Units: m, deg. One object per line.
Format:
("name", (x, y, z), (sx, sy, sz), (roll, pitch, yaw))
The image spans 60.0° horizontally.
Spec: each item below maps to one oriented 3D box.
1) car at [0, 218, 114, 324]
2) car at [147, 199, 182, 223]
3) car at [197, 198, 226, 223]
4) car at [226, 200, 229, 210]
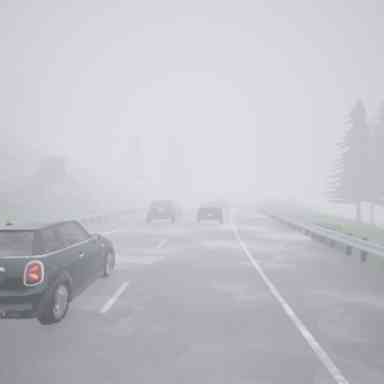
("car", (-3.220, 1.348, 7.314), (2.097, 1.767, 4.553), (0, 0, 1))
("car", (-2.052, 1.350, 25.785), (2.097, 1.767, 4.553), (0, 0, 5))
("car", (1.456, 1.481, 25.811), (1.882, 1.535, 5.008), (0, 0, 5))
("car", (3.744, 1.511, 43.444), (2.163, 1.488, 4.792), (0, 0, 9))
